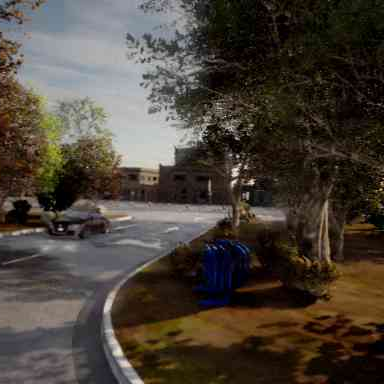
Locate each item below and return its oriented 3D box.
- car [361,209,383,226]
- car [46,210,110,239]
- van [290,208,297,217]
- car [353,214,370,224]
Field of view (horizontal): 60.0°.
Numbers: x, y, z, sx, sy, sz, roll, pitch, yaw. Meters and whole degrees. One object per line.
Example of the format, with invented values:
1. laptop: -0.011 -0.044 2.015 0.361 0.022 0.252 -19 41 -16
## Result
1. car: 20.336 2.758 36.350 2.163 1.488 4.792 1 0 12
2. car: -6.193 1.729 18.587 1.994 1.385 4.181 4 -1 11
3. van: 12.230 2.410 38.238 1.878 1.987 4.442 1 0 12
4. car: 17.669 2.696 37.142 1.946 1.575 5.366 1 0 12
